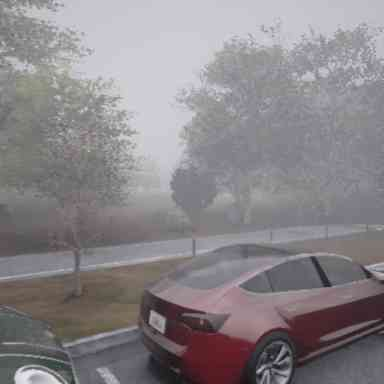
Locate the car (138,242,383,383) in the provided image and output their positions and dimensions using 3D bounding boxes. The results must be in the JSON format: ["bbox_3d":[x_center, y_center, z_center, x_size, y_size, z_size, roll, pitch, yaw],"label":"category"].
[{"bbox_3d":[1.553,1.543,5.176,4.792,1.488,2.163,-1,-1,-33],"label":"car"}]

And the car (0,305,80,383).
[{"bbox_3d":[-3.004,1.361,1.914,4.553,1.767,2.185,0,0,-33],"label":"car"}]
